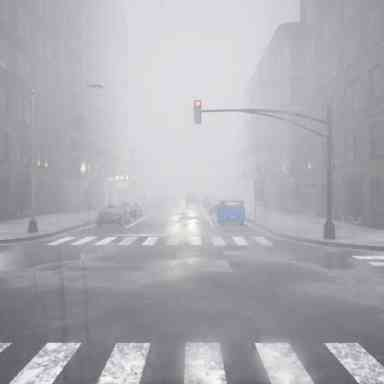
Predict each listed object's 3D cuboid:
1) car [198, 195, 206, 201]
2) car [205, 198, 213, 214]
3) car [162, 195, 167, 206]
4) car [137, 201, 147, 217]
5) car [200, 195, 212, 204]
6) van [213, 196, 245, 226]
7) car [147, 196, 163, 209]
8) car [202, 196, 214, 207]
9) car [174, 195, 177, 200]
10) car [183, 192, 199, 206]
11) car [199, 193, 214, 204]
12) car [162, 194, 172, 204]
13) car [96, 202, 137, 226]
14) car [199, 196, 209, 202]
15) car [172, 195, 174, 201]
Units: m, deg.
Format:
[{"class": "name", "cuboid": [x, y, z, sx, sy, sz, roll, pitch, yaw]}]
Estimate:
[{"class": "car", "cuboid": [2.636, 1.530, 85.658, 1.947, 1.339, 4.313, 0, 0, 0]}, {"class": "car", "cuboid": [2.637, 1.580, 34.526, 1.802, 1.307, 4.206, 0, 0, 0]}, {"class": "car", "cuboid": [-5.388, 1.556, 51.565, 1.947, 1.339, 4.313, 0, 0, 0]}, {"class": "car", "cuboid": [-5.389, 1.543, 28.837, 1.887, 1.381, 4.507, 0, 0, 0]}, {"class": "car", "cuboid": [2.636, 1.422, 62.933, 1.967, 1.590, 4.097, 0, 0, 0]}, {"class": "van", "cuboid": [2.636, 1.340, 23.164, 1.690, 1.788, 3.998, 0, 0, 0]}, {"class": "car", "cuboid": [-5.389, 1.519, 45.713, 1.752, 1.417, 4.829, 0, 0, 0]}, {"class": "car", "cuboid": [2.637, 1.576, 45.889, 1.802, 1.307, 4.206, 0, 0, 0]}, {"class": "car", "cuboid": [-5.389, 1.409, 79.973, 1.967, 1.590, 4.097, 0, 0, 0]}, {"class": "car", "cuboid": [0.099, 1.205, 55.892, 2.150, 2.045, 5.566, 0, 0, 0]}, {"class": "car", "cuboid": [2.637, 1.305, 51.571, 2.192, 1.841, 5.009, 0, 0, 0]}, {"class": "car", "cuboid": [-5.389, 1.547, 62.928, 1.947, 1.339, 4.313, 0, 0, 0]}, {"class": "car", "cuboid": [-5.389, 1.549, 23.155, 2.008, 1.369, 4.403, 0, 0, 0]}, {"class": "car", "cuboid": [2.636, 1.524, 74.295, 2.008, 1.369, 4.403, 0, 0, 0]}, {"class": "car", "cuboid": [-5.389, 1.292, 68.610, 2.192, 1.841, 5.009, 0, 0, 0]}]
